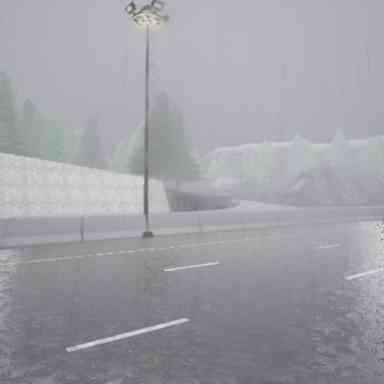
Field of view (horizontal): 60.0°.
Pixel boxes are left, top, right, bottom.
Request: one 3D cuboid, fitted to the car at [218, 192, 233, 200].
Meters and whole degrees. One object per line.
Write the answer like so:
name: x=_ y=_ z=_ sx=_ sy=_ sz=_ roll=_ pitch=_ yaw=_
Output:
car: x=9.366 y=1.130 z=94.169 sx=2.150 sy=2.045 sz=5.566 roll=1 pitch=3 yaw=-24
